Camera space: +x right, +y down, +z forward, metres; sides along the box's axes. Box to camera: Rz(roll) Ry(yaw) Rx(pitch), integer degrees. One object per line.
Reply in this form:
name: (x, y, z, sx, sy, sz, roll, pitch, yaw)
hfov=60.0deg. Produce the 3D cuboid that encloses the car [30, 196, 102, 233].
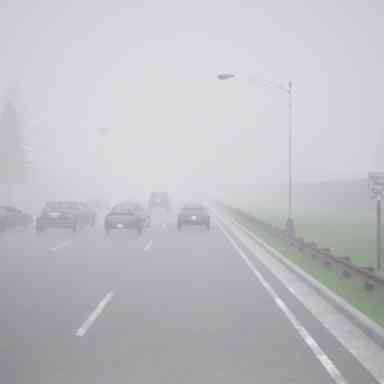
car: (-6.900, 1.225, 18.822, 2.097, 1.767, 4.553, 0, 0, 0)

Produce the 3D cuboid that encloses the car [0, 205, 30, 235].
car: (-10.414, 1.405, 17.898, 1.812, 1.442, 4.674, 0, 0, 0)

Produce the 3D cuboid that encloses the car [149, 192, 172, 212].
car: (-3.402, 0.980, 35.851, 2.150, 2.045, 5.566, 0, 0, 0)

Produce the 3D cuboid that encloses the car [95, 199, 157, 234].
car: (-3.401, 1.369, 18.155, 2.128, 1.511, 4.902, 0, 0, 0)

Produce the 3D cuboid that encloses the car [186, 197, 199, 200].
car: (0.085, 1.272, 37.733, 1.812, 1.442, 4.674, 0, 0, 0)

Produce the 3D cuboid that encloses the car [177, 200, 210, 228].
car: (0.099, 1.423, 20.931, 1.994, 1.385, 4.181, 0, 0, 0)

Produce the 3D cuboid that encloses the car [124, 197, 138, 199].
car: (-6.915, 1.272, 37.766, 1.812, 1.442, 4.674, 0, 0, 0)

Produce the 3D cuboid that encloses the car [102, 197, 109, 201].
car: (-10.402, 1.257, 36.792, 1.837, 1.490, 4.892, 0, 0, 0)
